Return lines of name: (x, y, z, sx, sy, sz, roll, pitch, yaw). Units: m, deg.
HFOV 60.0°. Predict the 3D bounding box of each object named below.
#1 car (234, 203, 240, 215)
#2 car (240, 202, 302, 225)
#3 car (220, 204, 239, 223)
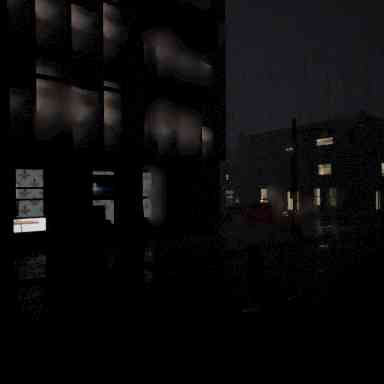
car: (5.188, 1.929, 38.099, 2.008, 1.369, 4.403, -2, 0, -37)
car: (6.437, 1.630, 26.570, 2.097, 1.767, 4.553, -1, 0, -37)
car: (1.573, 1.940, 28.501, 1.947, 1.339, 4.313, -2, 0, -37)
